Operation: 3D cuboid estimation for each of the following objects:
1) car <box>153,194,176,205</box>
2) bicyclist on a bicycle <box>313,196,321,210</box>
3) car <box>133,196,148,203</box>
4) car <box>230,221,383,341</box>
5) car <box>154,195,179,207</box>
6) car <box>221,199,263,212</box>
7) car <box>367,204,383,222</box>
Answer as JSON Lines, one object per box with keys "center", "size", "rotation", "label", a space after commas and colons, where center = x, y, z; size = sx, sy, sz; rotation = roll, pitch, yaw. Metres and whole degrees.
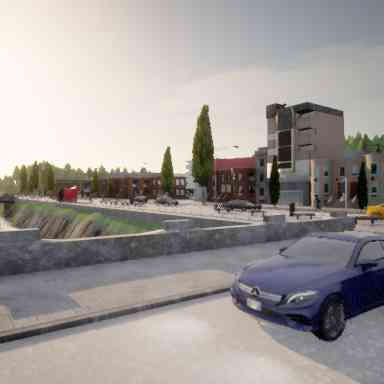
{"center": [-5.044, 1.352, 60.515], "size": [2.097, 1.767, 4.553], "rotation": [0, 0, -36], "label": "car"}
{"center": [14.931, 1.349, 39.684], "size": [1.656, 1.620, 0.582], "rotation": [0, 0, -35], "label": "bicyclist on a bicycle"}
{"center": [-10.772, 1.526, 68.555], "size": [1.812, 1.442, 4.674], "rotation": [0, 0, -36], "label": "car"}
{"center": [2.891, 1.526, 6.617], "size": [4.674, 1.442, 1.812], "rotation": [0, 0, -35], "label": "car"}
{"center": [-3.871, 1.503, 51.677], "size": [1.837, 1.490, 4.892], "rotation": [0, 1, -35], "label": "car"}
{"center": [5.646, 1.548, 38.250], "size": [2.033, 1.411, 5.357], "rotation": [0, 0, -35], "label": "car"}
{"center": [15.374, 1.477, 24.173], "size": [1.882, 1.535, 5.008], "rotation": [0, 0, -30], "label": "car"}
